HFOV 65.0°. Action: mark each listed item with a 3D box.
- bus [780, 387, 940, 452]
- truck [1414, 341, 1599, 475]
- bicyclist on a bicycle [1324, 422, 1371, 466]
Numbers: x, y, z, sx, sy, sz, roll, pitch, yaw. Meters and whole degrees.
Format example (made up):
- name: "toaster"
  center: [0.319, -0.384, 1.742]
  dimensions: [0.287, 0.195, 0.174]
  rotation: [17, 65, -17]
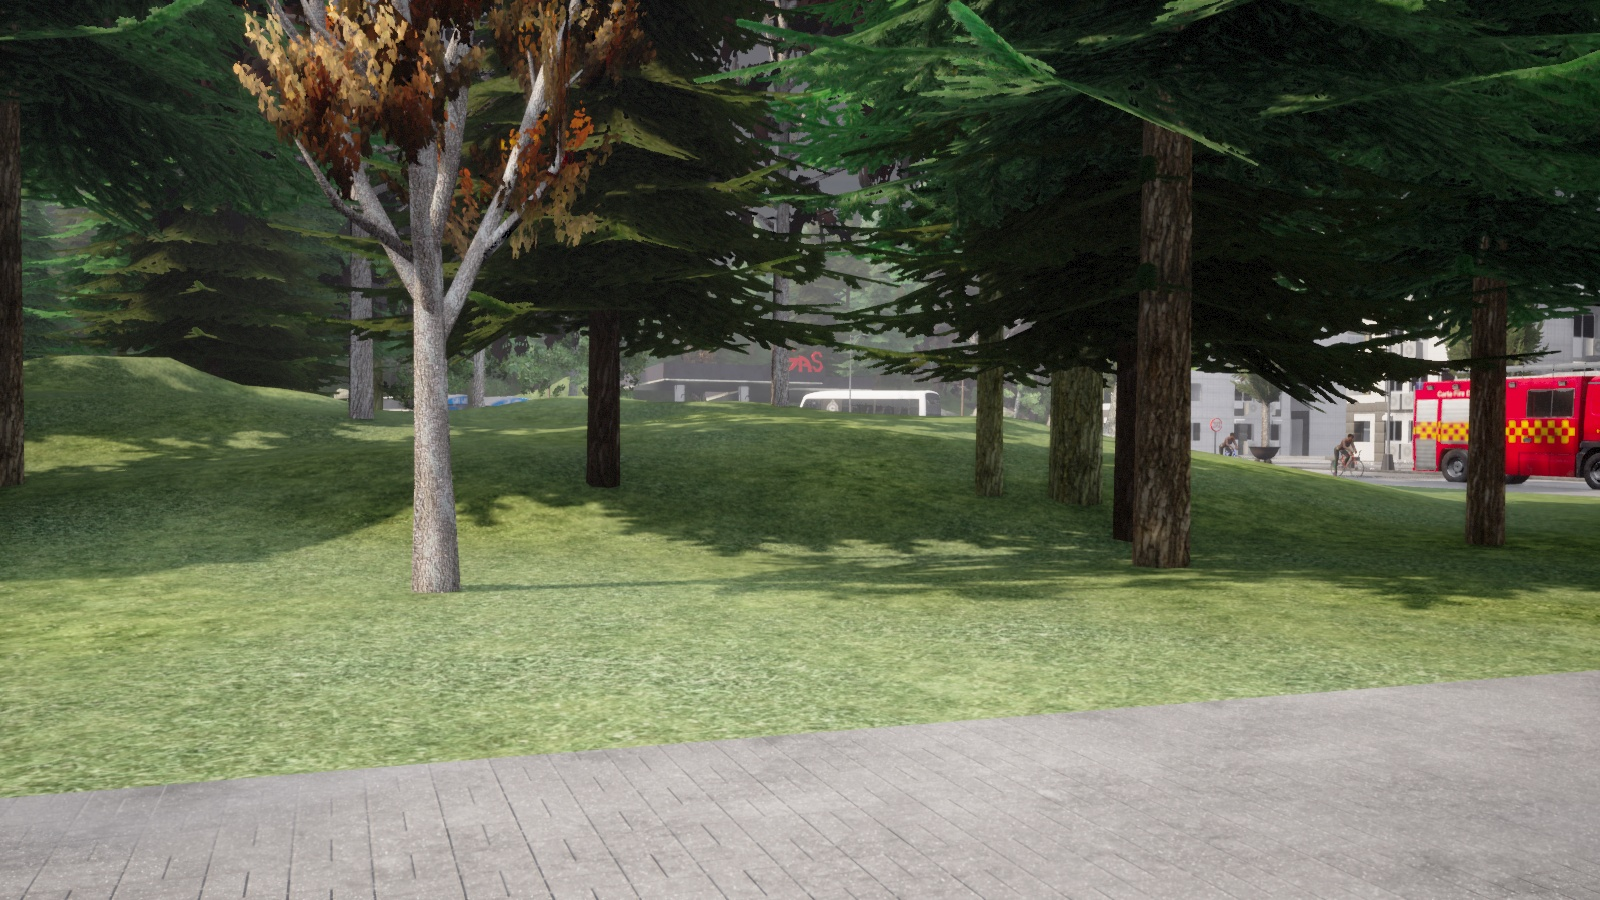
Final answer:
- name: "bus"
  center: [4.076, -2.032, 86.362]
  dimensions: [10.273, 4.253, 3.944]
  rotation: [0, 1, 28]
- name: "truck"
  center: [23.339, -1.245, 38.456]
  dimensions: [2.891, 3.827, 8.468]
  rotation: [-1, 1, -20]
- name: "bicyclist on a bicycle"
  center: [20.321, -0.227, 46.636]
  dimensions: [0.582, 1.620, 1.656]
  rotation: [-1, 1, -20]
